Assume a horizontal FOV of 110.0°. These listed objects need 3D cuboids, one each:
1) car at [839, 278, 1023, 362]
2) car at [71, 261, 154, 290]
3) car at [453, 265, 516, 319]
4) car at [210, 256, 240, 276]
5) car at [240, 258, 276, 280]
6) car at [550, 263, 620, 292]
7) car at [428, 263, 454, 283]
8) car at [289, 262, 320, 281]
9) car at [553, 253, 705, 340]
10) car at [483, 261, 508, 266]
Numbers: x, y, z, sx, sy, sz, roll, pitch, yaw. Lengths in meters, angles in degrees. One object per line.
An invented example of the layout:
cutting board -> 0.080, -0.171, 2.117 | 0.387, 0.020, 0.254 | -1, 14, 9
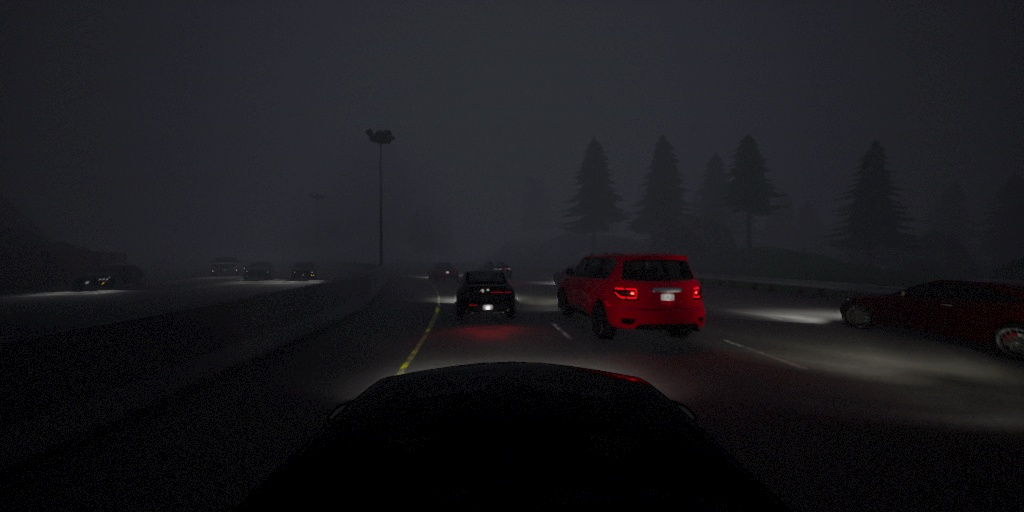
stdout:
car -> 10.065, 1.212, 7.933 | 1.812, 1.442, 4.674 | 0, 0, -4
car -> -25.733, 1.301, 23.114 | 1.837, 1.490, 4.892 | 0, 0, -24
car -> -1.041, 1.225, 12.741 | 1.837, 1.490, 4.892 | 0, 0, -8
car -> -29.839, 0.987, 37.382 | 2.150, 2.045, 5.566 | 0, 1, -37
car -> -21.888, 1.231, 31.230 | 1.882, 1.535, 5.008 | 0, 0, -29
car -> 4.262, 1.215, 21.941 | 2.033, 1.411, 5.357 | 0, 0, -15
car -> -5.821, 1.250, 30.056 | 1.994, 1.385, 4.181 | 0, 0, -22
car -> -17.667, 1.241, 30.614 | 1.837, 1.490, 4.892 | 0, 0, -27
car -> 2.899, 0.932, 10.045 | 2.150, 2.045, 5.566 | 0, 0, -7
car -> -1.436, 1.163, 28.403 | 2.128, 1.511, 4.902 | 0, 0, -19
